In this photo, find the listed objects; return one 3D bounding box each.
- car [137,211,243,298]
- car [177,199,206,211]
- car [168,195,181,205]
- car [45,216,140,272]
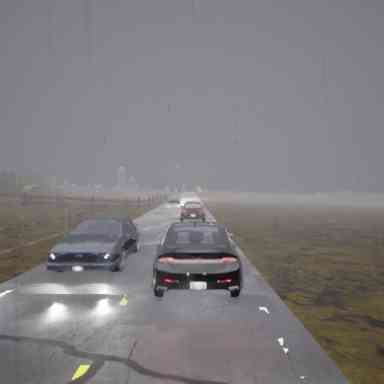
[{"bbox_3d":[0.094,1.486,8.492,2.128,1.511,4.902,0,0,0],"label":"car"},{"bbox_3d":[0.068,1.463,25.543,1.812,1.442,4.674,0,0,0],"label":"car"},{"bbox_3d":[-2.815,1.218,53.266,1.882,1.535,5.008,0,1,0],"label":"car"},{"bbox_3d":[-2.864,1.536,11.004,2.033,1.411,5.357,0,0,0],"label":"car"}]
